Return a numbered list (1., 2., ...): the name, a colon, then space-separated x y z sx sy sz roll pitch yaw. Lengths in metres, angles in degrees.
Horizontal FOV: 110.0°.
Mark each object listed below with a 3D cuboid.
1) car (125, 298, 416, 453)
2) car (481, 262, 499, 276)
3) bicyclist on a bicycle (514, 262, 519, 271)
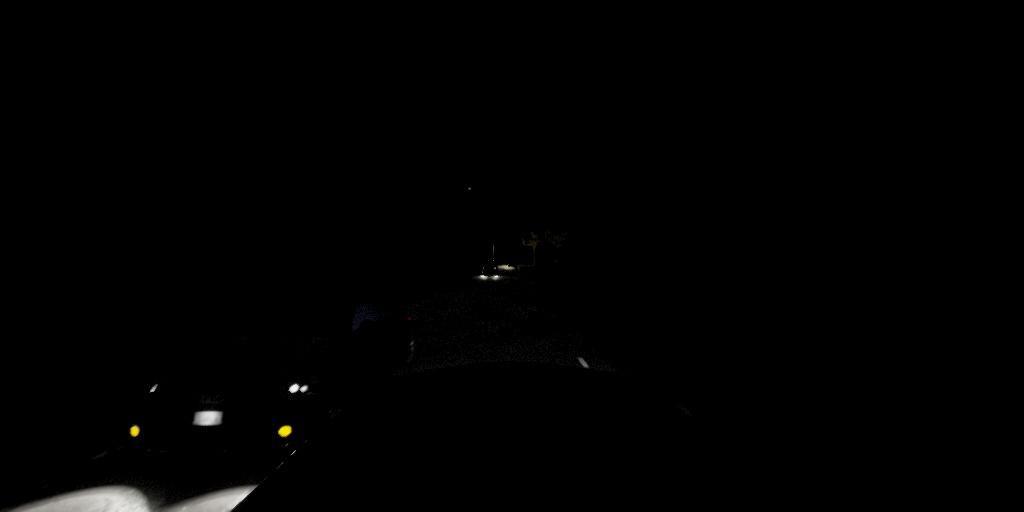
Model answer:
1. car: -2.852 1.359 5.358 1.994 1.385 4.181 0 -1 0
2. car: -2.832 1.624 46.812 2.097 1.767 4.553 0 -1 0
3. bicyclist on a bicycle: 0.757 1.884 62.766 0.866 1.612 1.509 0 -1 0
